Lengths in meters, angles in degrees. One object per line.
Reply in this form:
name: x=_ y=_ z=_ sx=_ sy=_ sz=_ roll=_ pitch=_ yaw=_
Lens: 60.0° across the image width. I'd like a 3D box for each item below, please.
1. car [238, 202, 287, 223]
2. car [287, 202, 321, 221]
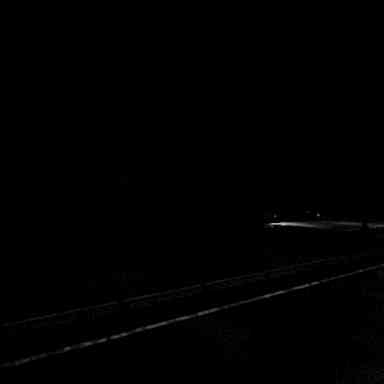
car: x=5.003 y=1.682 z=26.635 sx=1.994 sy=1.385 sz=4.181 roll=0 pitch=-1 yaw=-40
car: x=8.369 y=1.597 z=28.035 sx=2.128 sy=1.511 sz=4.902 roll=0 pitch=-1 yaw=-39
